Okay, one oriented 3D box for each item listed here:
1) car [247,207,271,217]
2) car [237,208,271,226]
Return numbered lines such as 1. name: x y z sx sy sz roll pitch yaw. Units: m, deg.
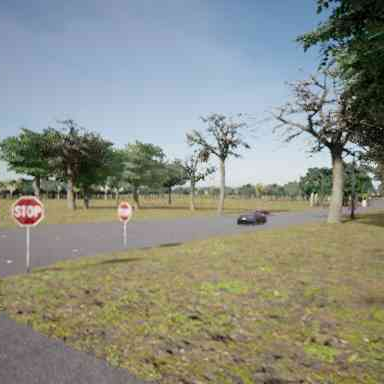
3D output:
1. car: 10.851 3.173 53.437 1.895 1.301 4.718 1 -1 36
2. car: 6.501 2.753 35.471 1.994 1.385 4.181 1 -1 36
